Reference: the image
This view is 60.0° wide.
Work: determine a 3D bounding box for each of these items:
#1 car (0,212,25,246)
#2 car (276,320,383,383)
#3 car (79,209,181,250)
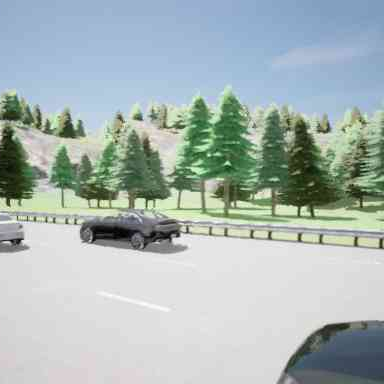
[{"bbox_3d":[-8.954,1.525,14.008,4.674,1.442,1.812,0,0,32],"label":"car"},{"bbox_3d":[2.641,1.563,2.099,4.181,1.385,1.994,0,0,35],"label":"car"},{"bbox_3d":[-2.758,1.490,14.221,4.902,1.511,2.128,0,0,33],"label":"car"}]
